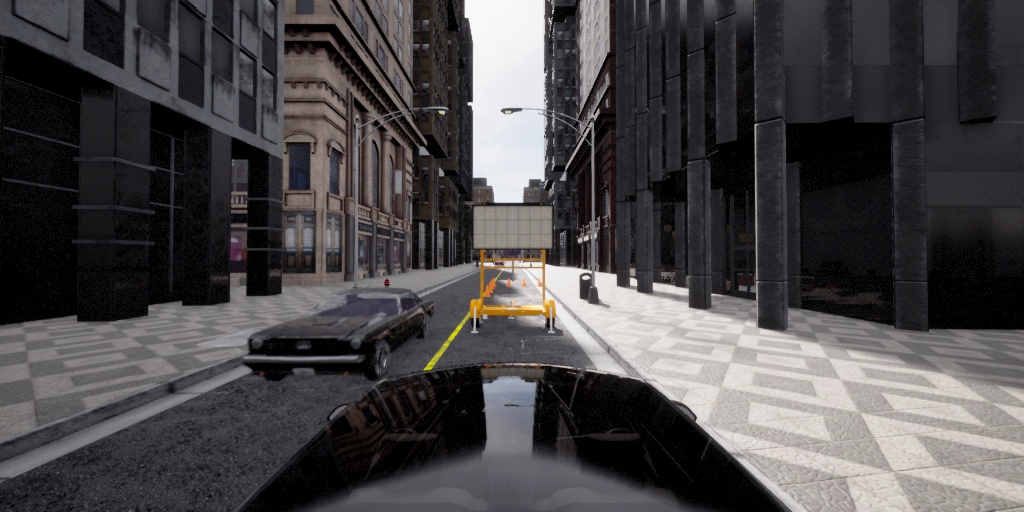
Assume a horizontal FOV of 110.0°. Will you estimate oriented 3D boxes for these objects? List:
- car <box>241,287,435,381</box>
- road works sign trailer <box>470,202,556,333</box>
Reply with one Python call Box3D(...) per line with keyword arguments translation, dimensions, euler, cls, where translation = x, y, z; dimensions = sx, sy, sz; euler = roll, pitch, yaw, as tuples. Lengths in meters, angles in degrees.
Box3D(translation=(-2.982, 1.352, 7.351), dimensions=(1.895, 1.301, 4.718), euler=(0, 0, 0), cls="car")
Box3D(translation=(0.029, 0.217, 10.712), dimensions=(2.380, 3.560, 2.880), euler=(0, 0, 0), cls="road works sign trailer")
